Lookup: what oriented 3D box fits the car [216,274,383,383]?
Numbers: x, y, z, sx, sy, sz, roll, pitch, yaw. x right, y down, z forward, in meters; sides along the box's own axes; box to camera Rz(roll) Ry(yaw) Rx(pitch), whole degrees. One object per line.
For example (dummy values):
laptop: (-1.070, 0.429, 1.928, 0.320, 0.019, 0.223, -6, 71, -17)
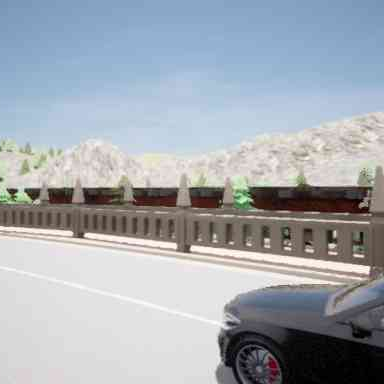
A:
car: (2.480, 1.529, 3.388, 4.674, 1.442, 1.812, 0, 0, 35)
